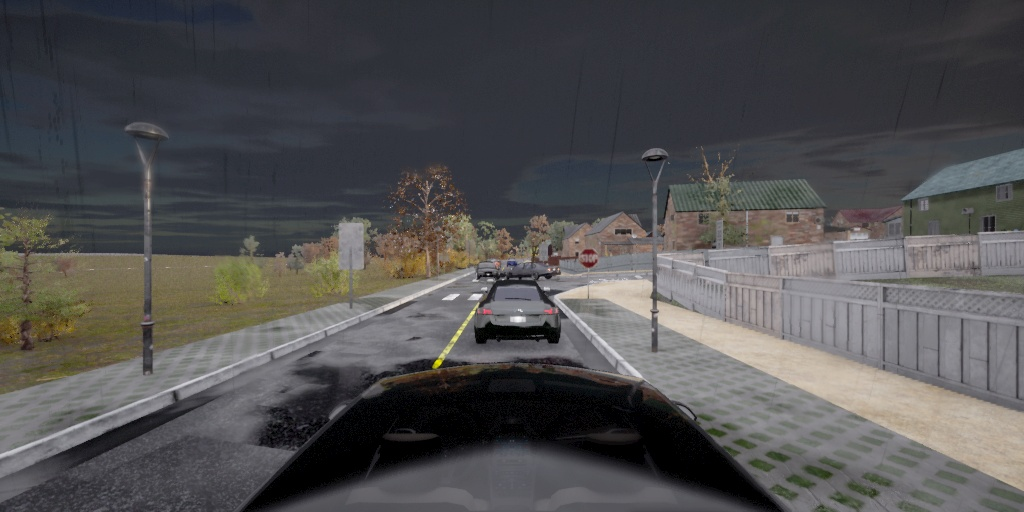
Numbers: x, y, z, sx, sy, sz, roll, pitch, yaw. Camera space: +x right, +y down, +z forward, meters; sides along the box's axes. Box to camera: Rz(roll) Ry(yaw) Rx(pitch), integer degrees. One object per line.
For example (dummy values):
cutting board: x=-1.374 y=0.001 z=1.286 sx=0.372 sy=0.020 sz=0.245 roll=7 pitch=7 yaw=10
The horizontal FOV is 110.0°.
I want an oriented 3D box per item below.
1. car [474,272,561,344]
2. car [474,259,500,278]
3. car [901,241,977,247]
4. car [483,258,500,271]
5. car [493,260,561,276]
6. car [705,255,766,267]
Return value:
car: x=0.101 y=1.313 z=9.606 sx=1.994 sy=1.385 sz=4.181 roll=0 pitch=0 yaw=-1
car: x=-2.256 y=1.258 z=31.532 sx=1.837 sy=1.490 sz=4.892 roll=0 pitch=0 yaw=-8
car: x=23.885 y=-0.208 z=20.579 sx=4.902 sy=1.511 sz=2.128 roll=-3 pitch=0 yaw=14
car: x=-2.855 y=1.121 z=51.350 sx=2.097 sy=1.767 sz=4.553 roll=0 pitch=0 yaw=1
car: x=1.332 y=1.198 z=28.621 sx=5.357 sy=1.411 sz=2.033 roll=-4 pitch=-3 yaw=43
car: x=14.384 y=0.413 z=22.999 sx=4.181 sy=1.385 sz=1.994 roll=-3 pitch=0 yaw=16
